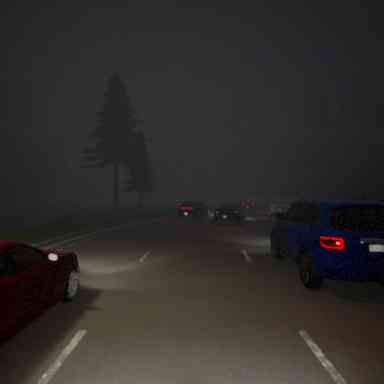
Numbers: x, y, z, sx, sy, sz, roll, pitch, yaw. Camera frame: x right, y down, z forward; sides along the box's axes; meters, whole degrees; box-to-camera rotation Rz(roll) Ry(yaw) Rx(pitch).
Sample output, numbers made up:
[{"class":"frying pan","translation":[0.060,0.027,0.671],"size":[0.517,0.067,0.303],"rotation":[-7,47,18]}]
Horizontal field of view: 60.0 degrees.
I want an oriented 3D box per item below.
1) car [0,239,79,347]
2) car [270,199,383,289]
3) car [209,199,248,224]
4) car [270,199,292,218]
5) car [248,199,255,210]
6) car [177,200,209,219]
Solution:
[{"class":"car","translation":[-3.363,1.461,5.152],"size":[1.882,1.535,5.008],"rotation":[0,0,1]},{"class":"car","translation":[3.726,1.192,9.212],"size":[2.150,2.045,5.566],"rotation":[0,0,2]},{"class":"car","translation":[2.770,1.449,24.204],"size":[1.812,1.442,4.674],"rotation":[0,0,15]},{"class":"car","translation":[8.186,1.428,30.567],"size":[1.812,1.442,4.674],"rotation":[0,0,16]},{"class":"car","translation":[6.431,1.469,41.536],"size":[1.895,1.301,4.718],"rotation":[0,0,-3]},{"class":"car","translation":[0.193,1.416,27.974],"size":[1.837,1.490,4.892],"rotation":[0,0,16]}]
